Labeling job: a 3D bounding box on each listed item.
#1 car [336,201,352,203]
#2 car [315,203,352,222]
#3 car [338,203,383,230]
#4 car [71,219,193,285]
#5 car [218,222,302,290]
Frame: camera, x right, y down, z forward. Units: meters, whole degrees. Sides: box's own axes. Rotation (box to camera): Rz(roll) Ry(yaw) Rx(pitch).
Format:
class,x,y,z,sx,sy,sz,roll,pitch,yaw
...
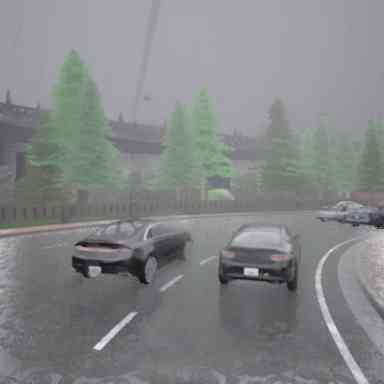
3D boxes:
class,x,y,z,sx,sy,sz,roll,pitch,yaw
car,15.852,1.706,35.089,4.674,1.442,1.812,0,0,-15
car,11.858,1.734,25.843,4.718,1.301,1.895,0,0,-30
car,12.534,1.668,22.327,5.357,1.411,2.033,0,0,-32
car,-1.431,1.529,9.762,2.128,1.511,4.902,0,0,18
car,2.006,1.570,9.259,1.812,1.442,4.674,0,-1,19
